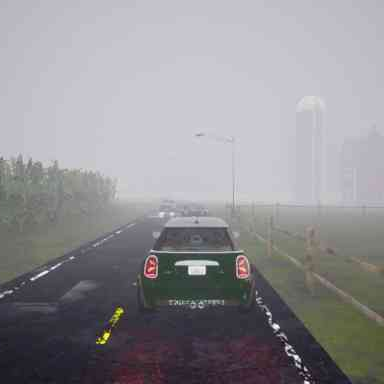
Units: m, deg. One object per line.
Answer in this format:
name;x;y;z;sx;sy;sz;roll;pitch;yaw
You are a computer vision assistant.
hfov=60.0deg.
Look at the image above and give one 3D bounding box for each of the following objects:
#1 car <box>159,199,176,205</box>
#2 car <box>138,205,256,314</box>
car;-2.777;1.557;39.095;2.033;1.411;5.357;0;0;0
car;0.098;1.351;7.775;2.097;1.767;4.553;0;0;0
